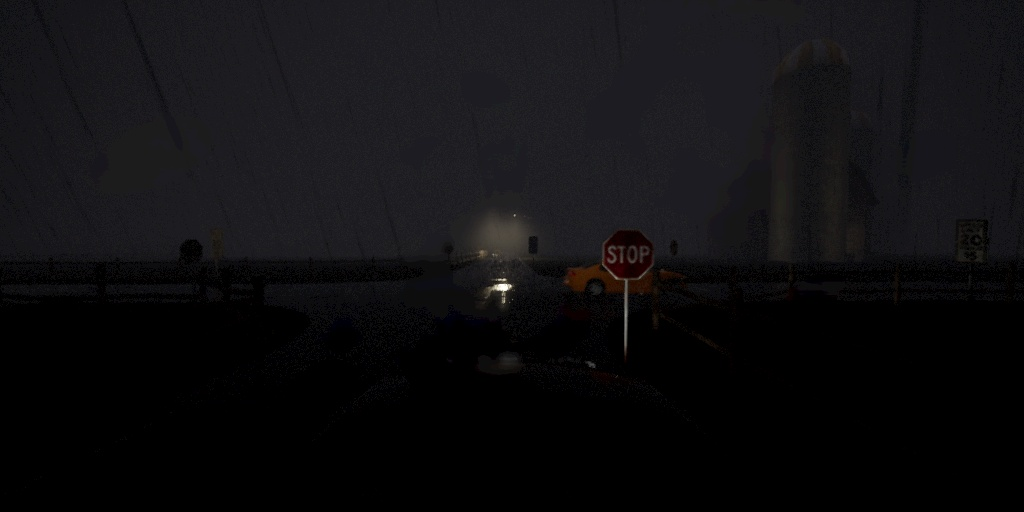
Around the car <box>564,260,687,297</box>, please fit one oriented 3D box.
[{"bbox_3d":[4.764,0.868,15.224,5.008,1.535,1.882,0,2,0],"label":"car"}]
